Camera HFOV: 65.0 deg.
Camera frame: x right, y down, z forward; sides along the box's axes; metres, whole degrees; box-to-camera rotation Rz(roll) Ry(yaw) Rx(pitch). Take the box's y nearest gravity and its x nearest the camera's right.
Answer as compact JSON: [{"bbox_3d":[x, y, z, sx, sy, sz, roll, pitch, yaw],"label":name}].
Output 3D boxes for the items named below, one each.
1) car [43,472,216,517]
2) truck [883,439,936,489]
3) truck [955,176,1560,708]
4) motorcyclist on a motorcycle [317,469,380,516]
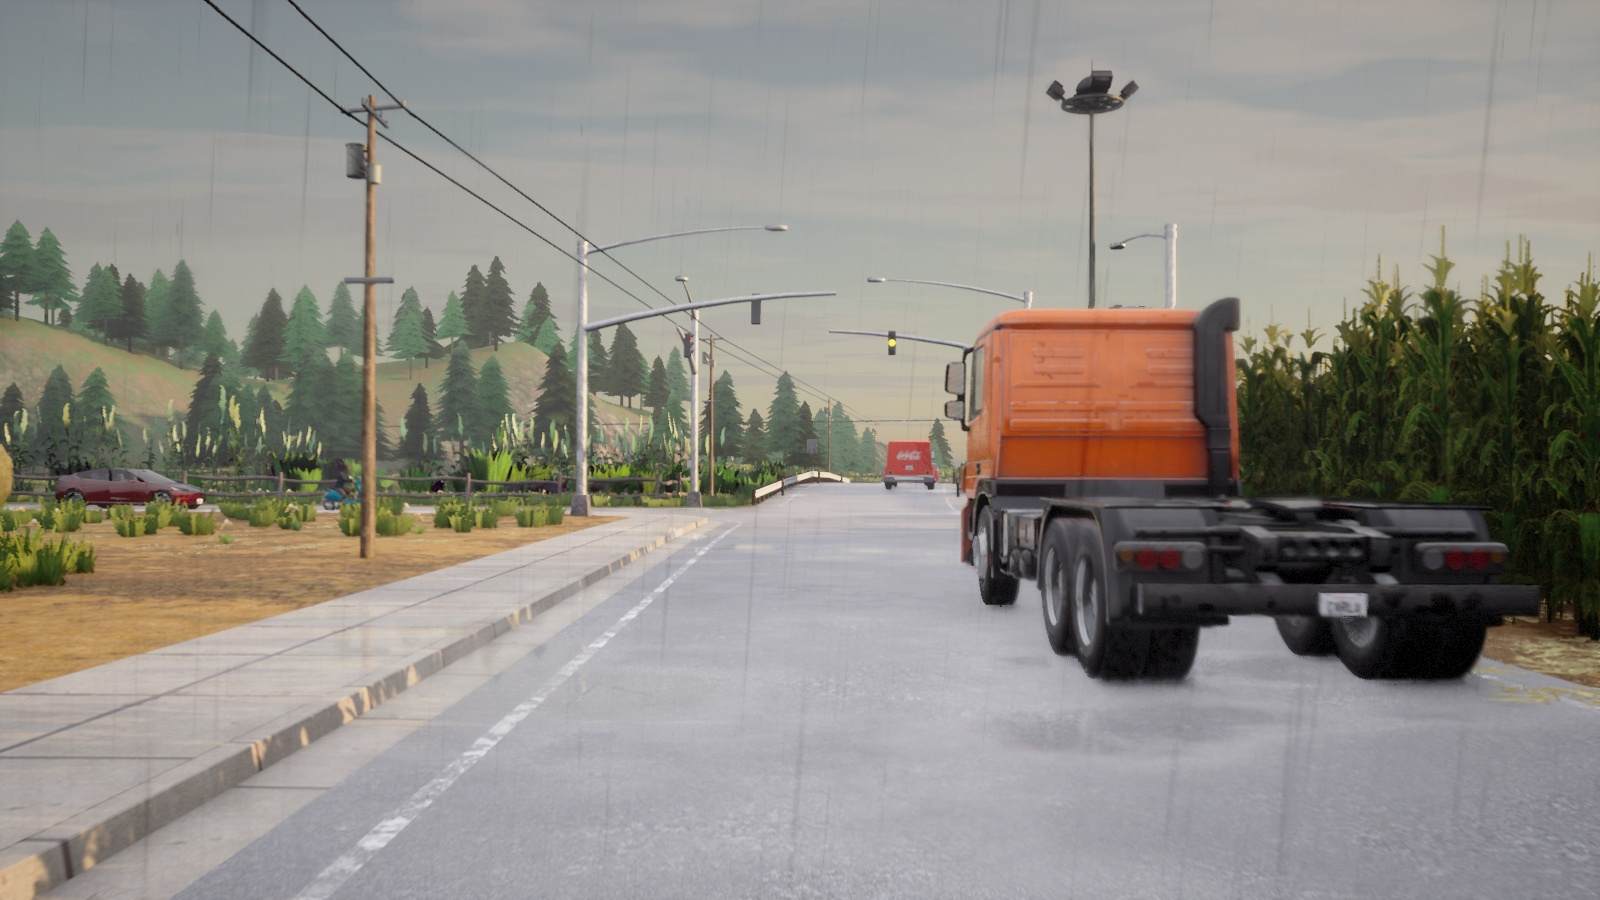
[{"bbox_3d":[-22.881,1.515,42.999,4.792,1.488,2.163,0,-1,3],"label":"car"},{"bbox_3d":[5.721,0.685,65.036,2.627,2.467,5.204,0,1,6],"label":"truck"},{"bbox_3d":[3.473,-0.001,12.167,2.891,3.462,7.936,0,-1,0],"label":"truck"},{"bbox_3d":[-15.325,1.433,42.631,1.817,1.590,0.866,0,-1,3],"label":"motorcyclist on a motorcycle"}]
